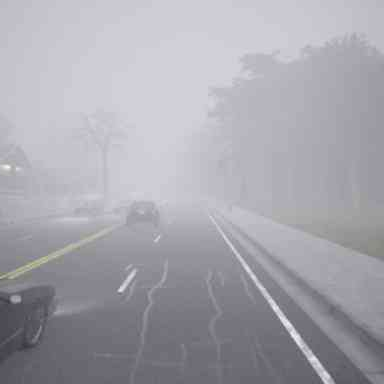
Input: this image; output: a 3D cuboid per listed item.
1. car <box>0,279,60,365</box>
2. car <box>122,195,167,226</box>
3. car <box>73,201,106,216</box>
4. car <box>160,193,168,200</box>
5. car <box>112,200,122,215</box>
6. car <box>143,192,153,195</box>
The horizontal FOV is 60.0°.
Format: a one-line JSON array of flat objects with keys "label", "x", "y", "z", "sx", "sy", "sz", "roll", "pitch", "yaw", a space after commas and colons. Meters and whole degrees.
[{"label": "car", "x": -3.148, "y": 1.555, "z": 3.162, "sx": 2.033, "sy": 1.411, "sz": 5.357, "roll": 0, "pitch": 0, "yaw": 0}, {"label": "car", "x": -3.148, "y": 1.315, "z": 22.907, "sx": 2.097, "sy": 1.767, "sz": 4.553, "roll": 0, "pitch": 0, "yaw": 0}, {"label": "car", "x": -9.841, "y": 1.534, "z": 32.087, "sx": 1.895, "sy": 1.301, "sz": 4.718, "roll": 0, "pitch": 0, "yaw": 0}, {"label": "car", "x": -6.497, "y": 1.057, "z": 74.719, "sx": 1.812, "sy": 1.442, "sz": 4.674, "roll": 0, "pitch": 1, "yaw": 0}, {"label": "car", "x": -6.588, "y": 1.454, "z": 33.327, "sx": 1.812, "sy": 1.442, "sz": 4.674, "roll": 0, "pitch": 0, "yaw": 0}, {"label": "car", "x": -9.747, "y": 0.844, "z": 73.417, "sx": 2.097, "sy": 1.767, "sz": 4.553, "roll": 0, "pitch": 1, "yaw": 0}]
